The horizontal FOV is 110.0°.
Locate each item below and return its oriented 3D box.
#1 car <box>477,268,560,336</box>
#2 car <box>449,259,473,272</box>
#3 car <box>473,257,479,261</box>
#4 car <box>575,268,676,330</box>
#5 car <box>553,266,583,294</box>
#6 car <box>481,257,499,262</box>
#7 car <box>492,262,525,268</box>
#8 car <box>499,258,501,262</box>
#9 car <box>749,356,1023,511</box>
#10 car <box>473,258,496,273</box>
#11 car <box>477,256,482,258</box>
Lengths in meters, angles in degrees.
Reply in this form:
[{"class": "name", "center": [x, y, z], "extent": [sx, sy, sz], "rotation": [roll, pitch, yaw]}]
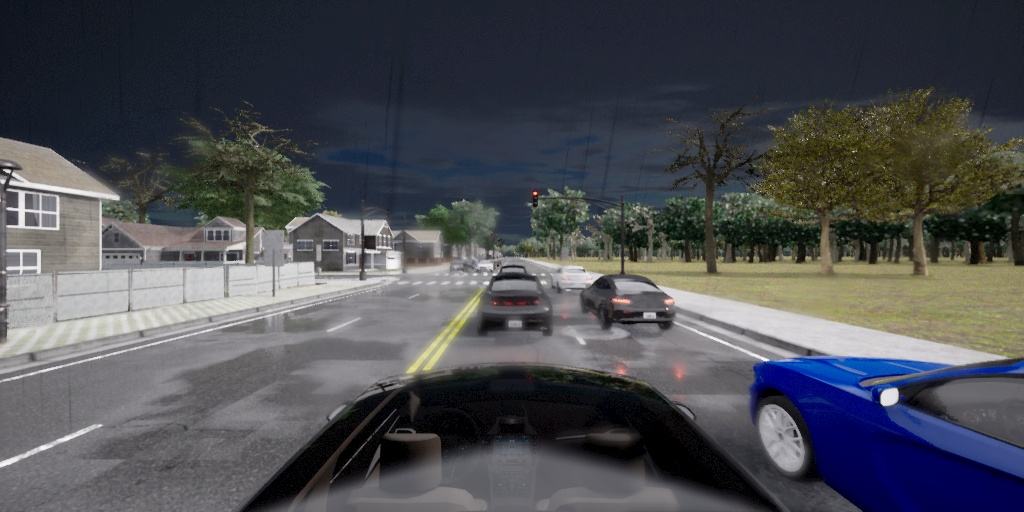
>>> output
[{"class": "car", "center": [0.088, 1.252, 10.327], "extent": [1.837, 1.490, 4.892], "rotation": [0, 0, 0]}, {"class": "car", "center": [-6.565, 1.220, 44.597], "extent": [2.128, 1.511, 4.902], "rotation": [0, 0, 0]}, {"class": "car", "center": [-6.554, 1.222, 54.252], "extent": [1.837, 1.490, 4.892], "rotation": [0, 0, 1]}, {"class": "car", "center": [3.339, 1.273, 10.964], "extent": [1.812, 1.442, 4.674], "rotation": [0, 0, 0]}, {"class": "car", "center": [3.322, 1.270, 20.070], "extent": [1.812, 1.442, 4.674], "rotation": [0, 0, 0]}, {"class": "car", "center": [-3.307, 1.223, 53.662], "extent": [1.837, 1.490, 4.892], "rotation": [0, 0, 0]}, {"class": "car", "center": [0.069, 1.249, 19.743], "extent": [1.837, 1.490, 4.892], "rotation": [0, 0, 0]}, {"class": "car", "center": [-3.262, 1.183, 64.341], "extent": [1.882, 1.535, 5.008], "rotation": [0, 0, 0]}, {"class": "car", "center": [3.350, 1.228, 1.650], "extent": [1.882, 1.535, 5.008], "rotation": [0, 0, 0]}, {"class": "car", "center": [-3.318, 1.254, 44.091], "extent": [1.812, 1.442, 4.674], "rotation": [0, 0, 0]}, {"class": "car", "center": [-6.514, 1.230, 64.630], "extent": [1.812, 1.442, 4.674], "rotation": [0, 0, 1]}]
